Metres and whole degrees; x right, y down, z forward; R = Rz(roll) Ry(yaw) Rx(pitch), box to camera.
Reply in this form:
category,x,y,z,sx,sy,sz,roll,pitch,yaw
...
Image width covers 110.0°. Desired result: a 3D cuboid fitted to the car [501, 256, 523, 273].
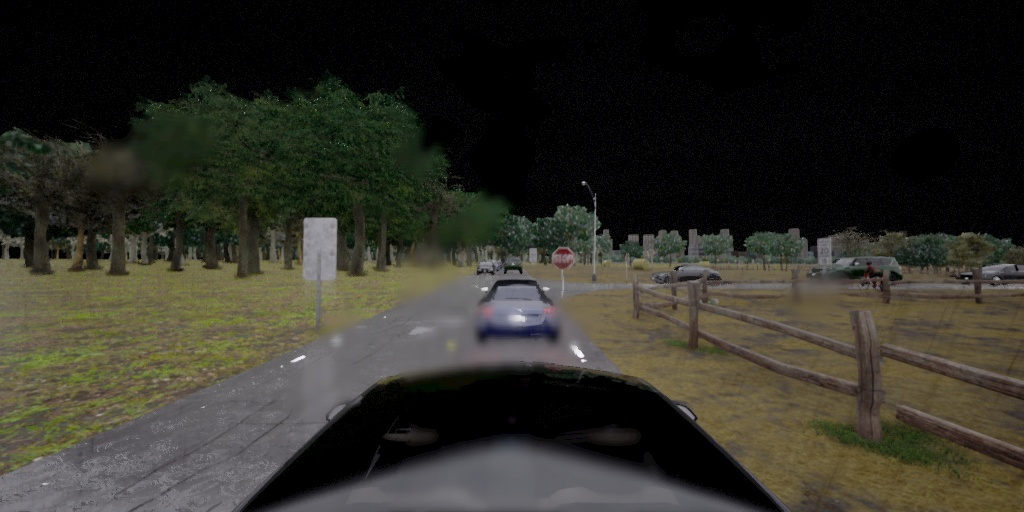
category,x,y,z,sx,sy,sz,roll,pitch,yaw
car,0.144,1.068,44.360,2.150,2.045,5.566,0,0,0

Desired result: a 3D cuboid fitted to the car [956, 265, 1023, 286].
category,x,y,z,sx,sy,sz,roll,pitch,yaw
car,35.189,1.367,25.858,4.892,1.490,1.837,0,-2,0

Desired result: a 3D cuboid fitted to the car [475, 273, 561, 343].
category,x,y,z,sx,sy,sz,roll,pitch,yaw
car,0.114,1.318,9.663,1.994,1.385,4.181,0,0,-1

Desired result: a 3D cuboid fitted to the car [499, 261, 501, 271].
category,x,y,z,sx,sy,sz,roll,pitch,yaw
car,-2.786,1.229,48.950,2.097,1.767,4.553,0,0,1

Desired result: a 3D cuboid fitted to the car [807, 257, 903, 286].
category,x,y,z,sx,sy,sz,roll,pitch,yaw
car,24.627,1.071,25.860,5.566,2.045,2.150,0,-2,0

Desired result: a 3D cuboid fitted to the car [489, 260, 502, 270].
category,x,y,z,sx,sy,sz,roll,pitch,yaw
car,-2.722,1.427,59.269,1.882,1.535,5.008,0,0,1

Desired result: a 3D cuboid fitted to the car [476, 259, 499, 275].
category,x,y,z,sx,sy,sz,roll,pitch,yaw
car,-2.799,1.326,39.424,1.837,1.490,4.892,0,0,0

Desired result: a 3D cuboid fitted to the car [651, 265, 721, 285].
category,x,y,z,sx,sy,sz,roll,pitch,yaw
car,12.455,1.354,25.768,4.674,1.442,1.812,0,-2,-1

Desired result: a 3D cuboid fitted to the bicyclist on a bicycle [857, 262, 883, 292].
category,x,y,z,sx,sy,sz,roll,pitch,yaw
bicyclist on a bicycle,19.932,1.159,19.864,0.582,1.620,1.656,0,0,0
